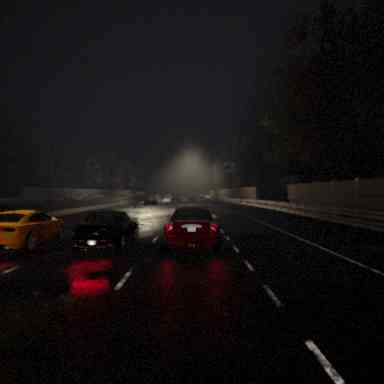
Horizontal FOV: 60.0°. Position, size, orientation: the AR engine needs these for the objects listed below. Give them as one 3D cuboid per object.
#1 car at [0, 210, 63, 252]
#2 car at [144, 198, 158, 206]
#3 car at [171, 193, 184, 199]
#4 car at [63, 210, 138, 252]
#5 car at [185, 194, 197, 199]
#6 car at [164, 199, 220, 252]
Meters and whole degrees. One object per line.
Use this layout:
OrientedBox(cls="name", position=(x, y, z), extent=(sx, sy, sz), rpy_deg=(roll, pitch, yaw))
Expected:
OrientedBox(cls="car", position=(-7.003, 1.494, 13.939), extent=(1.882, 1.535, 5.008), rpy_deg=(0, 0, 0))
OrientedBox(cls="car", position=(-7.010, 1.631, 57.127), extent=(1.994, 1.385, 4.181), rpy_deg=(0, 0, 0))
OrientedBox(cls="car", position=(-3.512, 1.312, 73.608), extent=(2.150, 2.045, 5.566), rpy_deg=(0, 0, 0))
OrientedBox(cls="car", position=(-3.503, 1.523, 14.040), extent=(1.837, 1.490, 4.892), rpy_deg=(0, 0, 0))
OrientedBox(cls="car", position=(-0.013, 1.594, 79.644), extent=(1.837, 1.490, 4.892), rpy_deg=(0, 0, 0))
OrientedBox(cls="car", position=(-0.007, 1.368, 14.110), extent=(2.097, 1.767, 4.553), rpy_deg=(0, 0, 0))
